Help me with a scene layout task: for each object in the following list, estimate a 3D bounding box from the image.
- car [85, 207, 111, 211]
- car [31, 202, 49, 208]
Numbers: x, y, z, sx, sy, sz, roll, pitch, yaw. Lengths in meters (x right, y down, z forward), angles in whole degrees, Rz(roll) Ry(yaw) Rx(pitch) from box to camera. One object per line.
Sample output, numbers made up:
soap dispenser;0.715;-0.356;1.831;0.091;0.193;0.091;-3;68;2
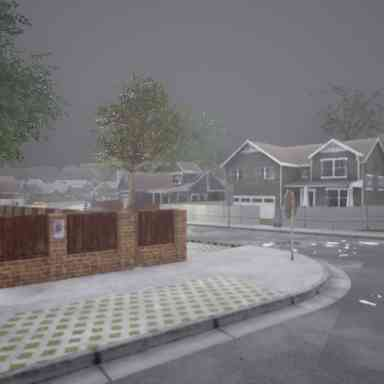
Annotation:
car;-7.415;1.876;26.147;1.994;1.385;4.181;1;-1;-41
car;-20.170;2.068;43.999;1.882;1.535;5.008;1;-1;-29
